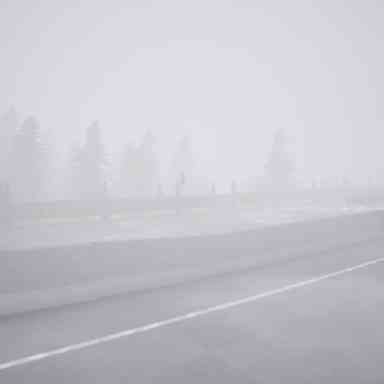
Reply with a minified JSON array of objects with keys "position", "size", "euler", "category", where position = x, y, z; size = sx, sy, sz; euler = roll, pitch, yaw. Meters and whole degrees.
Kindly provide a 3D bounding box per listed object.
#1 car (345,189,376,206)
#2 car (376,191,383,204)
[{"position":[17.380,0.476,33.581],"size":[5.008,1.535,1.882],"euler":[-3,2,-35],"category":"car"},{"position":[19.630,0.480,30.889],"size":[4.902,1.511,2.128],"euler":[-3,1,-35],"category":"car"}]
